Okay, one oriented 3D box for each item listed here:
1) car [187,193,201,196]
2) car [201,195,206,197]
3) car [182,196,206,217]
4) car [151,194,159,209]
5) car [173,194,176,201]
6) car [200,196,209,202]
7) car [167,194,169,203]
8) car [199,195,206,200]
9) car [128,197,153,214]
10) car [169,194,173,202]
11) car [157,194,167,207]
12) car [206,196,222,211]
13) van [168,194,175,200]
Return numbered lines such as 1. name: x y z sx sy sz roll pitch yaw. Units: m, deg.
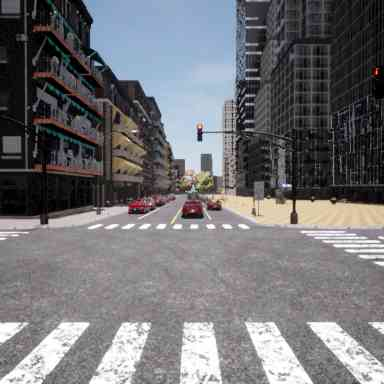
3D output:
1. car: 0.223 1.221 63.184 2.150 2.045 5.566 0 0 1
2. car: 2.755 1.551 63.698 2.008 1.369 4.403 -1 0 0
3. car: 0.100 1.473 31.455 1.882 1.535 5.008 0 0 1
4. car: -5.633 1.436 41.060 1.967 1.590 4.097 -1 0 0
5. car: -5.558 1.322 86.252 2.192 1.841 5.009 -1 0 0
6. car: 2.774 1.548 74.997 1.887 1.381 4.507 -1 0 0
7. car: -5.604 1.439 58.006 1.967 1.590 4.097 -1 0 0
8. car: 2.802 1.535 92.114 1.752 1.417 4.829 -1 0 0
9. car: -5.640 1.540 35.411 1.887 1.381 4.507 -1 0 0
10. car: -5.583 1.584 69.305 1.802 1.307 4.206 -1 0 0
11. car: -5.615 1.312 52.358 2.192 1.841 5.009 -1 0 0
12. car: 2.716 1.540 41.103 1.887 1.381 4.507 -1 0 0
13. van: -5.548 1.350 91.899 1.690 1.788 3.998 -1 0 0
